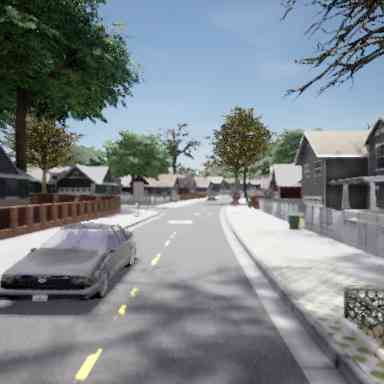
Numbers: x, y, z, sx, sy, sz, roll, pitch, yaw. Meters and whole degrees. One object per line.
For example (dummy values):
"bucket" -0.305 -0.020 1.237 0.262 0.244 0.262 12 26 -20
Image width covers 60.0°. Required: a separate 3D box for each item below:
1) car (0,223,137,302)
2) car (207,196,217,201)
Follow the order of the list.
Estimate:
"car" -2.726 1.562 8.745 2.033 1.411 5.357 0 0 1
"car" 4.545 1.472 77.197 1.895 1.301 4.718 0 0 10
